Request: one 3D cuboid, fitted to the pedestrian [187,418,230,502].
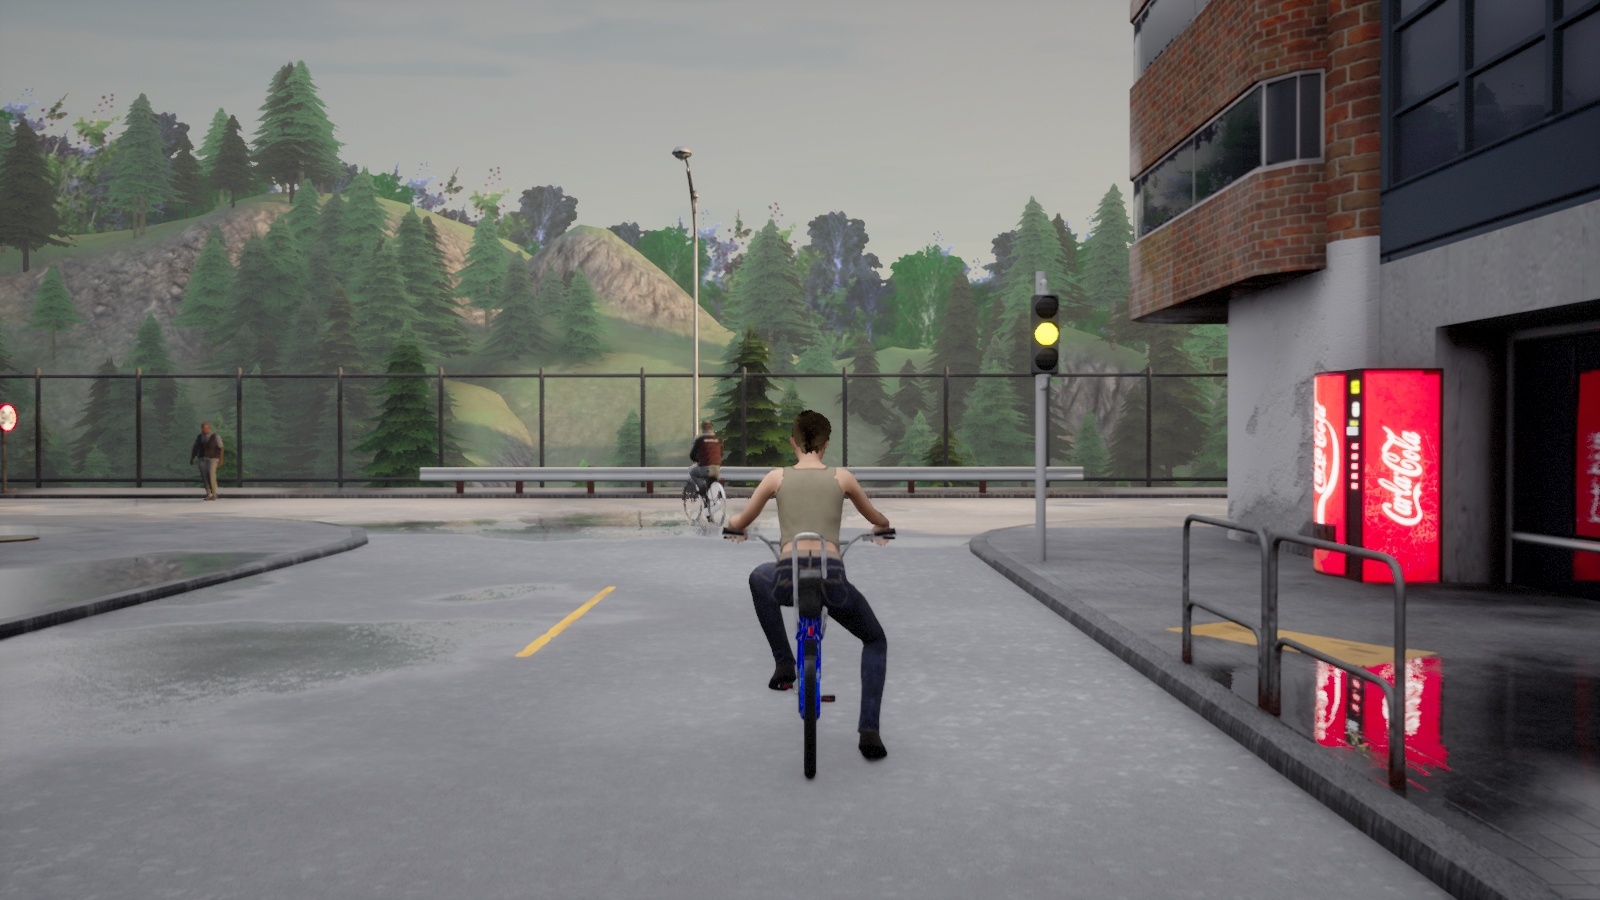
[{"bbox_3d":[-13.438,0.222,28.553,0.563,1.883,0.849,0,1,0],"label":"pedestrian"}]

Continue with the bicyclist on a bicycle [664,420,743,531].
[{"bbox_3d":[-1.648,0.390,21.185,0.659,1.776,1.843,-1,1,-26],"label":"bicyclist on a bicycle"}]

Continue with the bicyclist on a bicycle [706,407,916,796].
[{"bbox_3d":[0.045,0.619,5.947,0.866,1.612,1.509,0,1,0],"label":"bicyclist on a bicycle"}]
